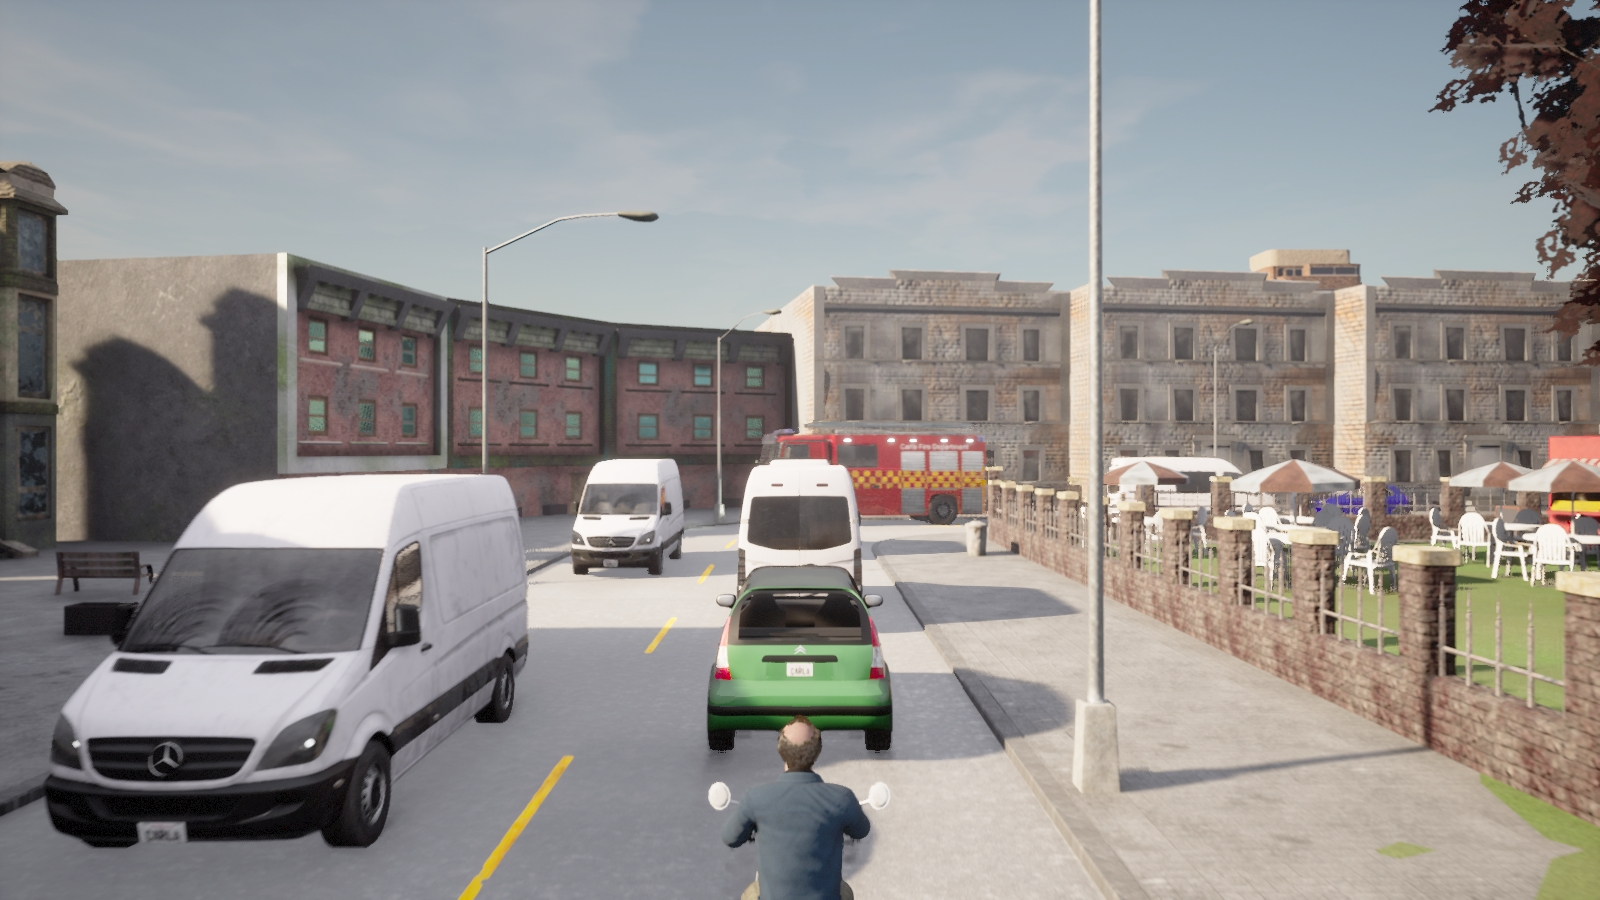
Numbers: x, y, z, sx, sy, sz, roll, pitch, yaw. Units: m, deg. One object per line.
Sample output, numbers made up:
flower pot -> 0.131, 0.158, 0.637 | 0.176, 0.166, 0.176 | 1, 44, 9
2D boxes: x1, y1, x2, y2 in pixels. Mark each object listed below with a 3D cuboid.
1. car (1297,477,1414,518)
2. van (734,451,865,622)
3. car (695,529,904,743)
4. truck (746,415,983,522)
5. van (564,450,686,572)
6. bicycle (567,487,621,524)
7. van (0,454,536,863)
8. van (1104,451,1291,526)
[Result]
car -> 21.396, 1.818, 44.085 | 3.633, 1.501, 1.845 | 0, 0, 0
van -> -0.010, 1.315, 20.258 | 1.988, 2.561, 5.915 | 0, 0, 0
car -> -0.006, 1.780, 12.096 | 1.851, 1.617, 3.988 | 0, 0, 0
truck -> 2.405, 0.672, 43.305 | 8.468, 3.827, 2.891 | 0, 0, -14
van -> -4.065, 1.311, 27.576 | 1.988, 2.561, 5.915 | 0, 1, 1
bicycle -> -7.222, 1.940, 40.132 | 1.835, 1.271, 0.329 | 0, 0, 0
van -> -4.012, 1.315, 10.104 | 1.988, 2.561, 5.915 | 0, 0, 0
van -> 13.921, 1.315, 40.245 | 5.915, 2.561, 1.988 | 0, 0, 0
